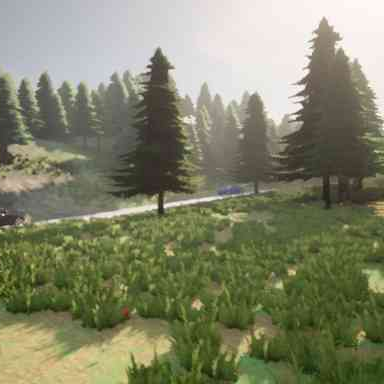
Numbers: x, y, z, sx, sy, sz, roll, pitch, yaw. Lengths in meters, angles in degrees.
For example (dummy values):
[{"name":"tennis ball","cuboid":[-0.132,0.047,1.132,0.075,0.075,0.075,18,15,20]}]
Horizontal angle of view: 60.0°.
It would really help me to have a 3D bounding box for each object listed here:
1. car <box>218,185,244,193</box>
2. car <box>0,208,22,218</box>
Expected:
[{"name":"car","cuboid":[5.931,-0.301,50.987,5.008,1.535,1.882,-6,3,-41]},{"name":"car","cuboid":[-13.190,1.737,21.922,1.837,1.490,4.892,-1,0,9]}]
